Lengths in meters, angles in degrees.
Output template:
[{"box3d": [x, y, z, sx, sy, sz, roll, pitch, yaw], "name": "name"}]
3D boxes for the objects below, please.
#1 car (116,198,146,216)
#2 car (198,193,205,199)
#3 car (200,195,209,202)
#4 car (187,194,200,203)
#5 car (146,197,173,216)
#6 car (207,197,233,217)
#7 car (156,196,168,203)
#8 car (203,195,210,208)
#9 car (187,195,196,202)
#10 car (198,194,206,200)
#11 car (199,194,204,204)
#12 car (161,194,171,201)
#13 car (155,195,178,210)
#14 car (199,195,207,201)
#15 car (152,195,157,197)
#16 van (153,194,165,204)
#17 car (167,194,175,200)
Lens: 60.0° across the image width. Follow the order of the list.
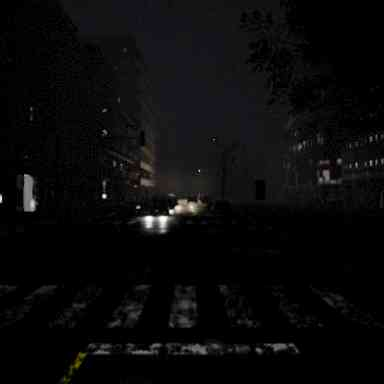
[{"box3d": [-5.711, 1.454, 30.412, 2.008, 1.369, 4.403, 0, 0, 0], "name": "car"}, {"box3d": [2.622, 1.213, 91.277, 1.967, 1.590, 4.097, 0, 0, 0], "name": "car"}, {"box3d": [2.639, 1.337, 69.317, 1.752, 1.417, 4.829, 0, 0, 0], "name": "car"}, {"box3d": [0.058, 1.392, 61.595, 1.994, 1.385, 4.181, 0, 0, 0], "name": "car"}, {"box3d": [-3.124, 1.465, 31.442, 1.994, 1.385, 4.181, 0, 0, 0], "name": "car"}, {"box3d": [2.669, 1.448, 30.419, 1.887, 1.381, 4.507, 0, 0, 0], "name": "car"}, {"box3d": [-5.737, 1.406, 63.608, 1.802, 1.307, 4.206, 0, 0, 0], "name": "car"}, {"box3d": [2.660, 1.400, 41.654, 1.752, 1.417, 4.829, 0, 0, 0], "name": "car"}, {"box3d": [-0.052, 1.402, 71.496, 1.895, 1.301, 4.718, 0, 0, 0], "name": "car"}, {"box3d": [2.627, 1.332, 85.745, 2.008, 1.369, 4.403, 0, 0, 0], "name": "car"}, {"box3d": [2.648, 1.418, 58.081, 1.802, 1.307, 4.206, 0, 0, 0], "name": "car"}, {"box3d": [-5.745, 1.241, 74.674, 1.967, 1.590, 4.097, 0, 0, 0], "name": "car"}, {"box3d": [-3.123, 1.439, 41.388, 1.994, 1.385, 4.181, 0, 0, 0], "name": "car"}, {"box3d": [2.631, 1.335, 80.213, 1.887, 1.381, 4.507, 0, 0, 0], "name": "car"}, {"box3d": [-5.720, 1.425, 41.478, 2.008, 1.369, 4.403, 0, 0, 0], "name": "car"}, {"box3d": [-5.732, 1.177, 58.076, 1.690, 1.788, 3.998, 0, 0, 0], "name": "van"}, {"box3d": [-5.758, 1.324, 91.271, 2.008, 1.369, 4.403, 0, 0, 0], "name": "car"}]
